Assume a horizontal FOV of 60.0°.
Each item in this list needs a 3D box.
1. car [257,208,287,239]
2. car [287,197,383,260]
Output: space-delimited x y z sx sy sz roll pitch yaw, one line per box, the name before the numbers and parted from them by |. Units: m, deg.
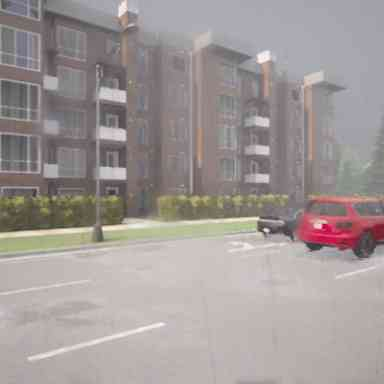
car | 5.304 1.489 16.198 4.902 1.511 2.128 0 0 -35
car | 6.433 1.220 12.719 5.566 2.045 2.150 0 0 -35
